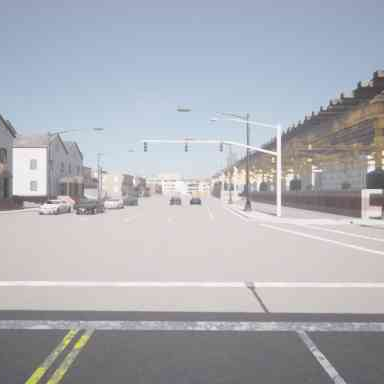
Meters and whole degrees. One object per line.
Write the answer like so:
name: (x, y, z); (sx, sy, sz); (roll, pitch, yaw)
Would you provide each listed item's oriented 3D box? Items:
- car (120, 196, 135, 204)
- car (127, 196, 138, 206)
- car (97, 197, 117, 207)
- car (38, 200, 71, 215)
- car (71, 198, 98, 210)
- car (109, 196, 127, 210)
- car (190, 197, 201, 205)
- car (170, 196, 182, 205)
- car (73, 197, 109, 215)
car: (-13.156, 1.624, 68.165); (2.033, 1.411, 5.357); (0, 0, 1)
car: (-10.048, 1.477, 54.253); (1.882, 1.535, 5.008); (0, 0, 1)
car: (-13.566, 1.506, 53.385); (1.837, 1.490, 4.892); (0, 0, 1)
car: (-13.993, 1.526, 34.244); (1.812, 1.442, 4.674); (0, 0, 1)
car: (-13.792, 1.564, 42.954); (1.994, 1.385, 4.181); (0, 0, 2)
car: (-10.275, 1.526, 43.778); (1.812, 1.442, 4.674); (0, 0, 1)
car: (0.644, 1.564, 58.921); (1.994, 1.385, 4.181); (0, 0, 1)
car: (-2.855, 1.491, 58.997); (2.128, 1.511, 4.902); (0, 0, 1)
car: (-10.485, 1.505, 34.541); (1.837, 1.490, 4.892); (0, 0, 1)
